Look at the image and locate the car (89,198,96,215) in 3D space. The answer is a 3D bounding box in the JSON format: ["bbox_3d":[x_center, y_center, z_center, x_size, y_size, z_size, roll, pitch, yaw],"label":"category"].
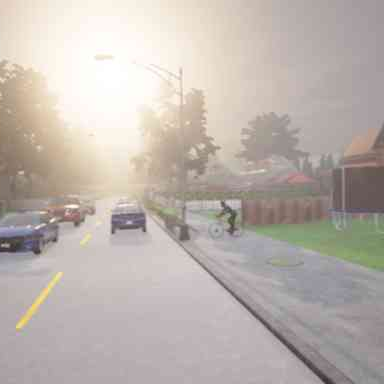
[{"bbox_3d":[-10.892,1.385,33.459,2.097,1.767,4.553,-1,0,-11],"label":"car"}]

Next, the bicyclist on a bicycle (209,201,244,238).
[{"bbox_3d":[1.538,1.222,14.769,1.656,1.620,0.582,-2,0,-12],"label":"bicyclist on a bicycle"}]

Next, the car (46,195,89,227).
[{"bbox_3d":[-8.849,1.271,23.464,2.150,2.045,5.566,-1,0,-12],"label":"car"}]

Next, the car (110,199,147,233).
[{"bbox_3d":[-3.751,1.438,19.610,1.882,1.535,5.008,-1,0,-12],"label":"car"}]

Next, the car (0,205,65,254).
[{"bbox_3d":[-6.816,1.543,13.723,1.882,1.535,5.008,-1,0,-12],"label":"car"}]
